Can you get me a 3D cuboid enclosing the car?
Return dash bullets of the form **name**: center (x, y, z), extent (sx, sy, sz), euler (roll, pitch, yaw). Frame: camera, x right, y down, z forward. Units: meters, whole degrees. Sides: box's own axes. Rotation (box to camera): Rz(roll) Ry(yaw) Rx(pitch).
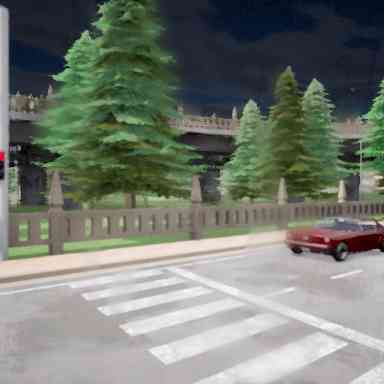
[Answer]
- **car**: center (5.541, 1.579, 12.180), extent (4.718, 1.301, 1.895), euler (0, 0, -35)
